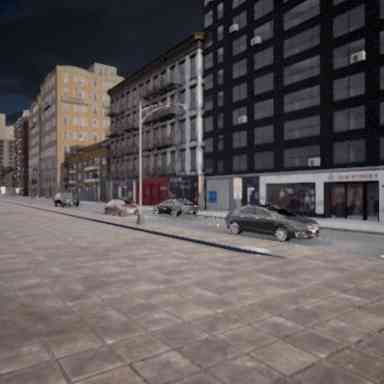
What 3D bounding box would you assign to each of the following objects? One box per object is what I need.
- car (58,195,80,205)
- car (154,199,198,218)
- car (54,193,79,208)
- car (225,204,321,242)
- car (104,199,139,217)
[{"bbox_3d":[-19.942,1.260,53.811,2.128,1.511,4.902,0,0,-35],"label":"car"},{"bbox_3d":[-1.452,1.330,27.893,2.128,1.511,4.902,0,0,-35],"label":"car"},{"bbox_3d":[-16.928,1.110,44.678,2.150,2.045,5.566,0,0,-35],"label":"car"},{"bbox_3d":[3.628,1.372,15.693,1.837,1.490,4.892,0,0,-35],"label":"car"},{"bbox_3d":[-6.441,1.364,29.833,1.812,1.442,4.674,0,0,-36],"label":"car"}]
